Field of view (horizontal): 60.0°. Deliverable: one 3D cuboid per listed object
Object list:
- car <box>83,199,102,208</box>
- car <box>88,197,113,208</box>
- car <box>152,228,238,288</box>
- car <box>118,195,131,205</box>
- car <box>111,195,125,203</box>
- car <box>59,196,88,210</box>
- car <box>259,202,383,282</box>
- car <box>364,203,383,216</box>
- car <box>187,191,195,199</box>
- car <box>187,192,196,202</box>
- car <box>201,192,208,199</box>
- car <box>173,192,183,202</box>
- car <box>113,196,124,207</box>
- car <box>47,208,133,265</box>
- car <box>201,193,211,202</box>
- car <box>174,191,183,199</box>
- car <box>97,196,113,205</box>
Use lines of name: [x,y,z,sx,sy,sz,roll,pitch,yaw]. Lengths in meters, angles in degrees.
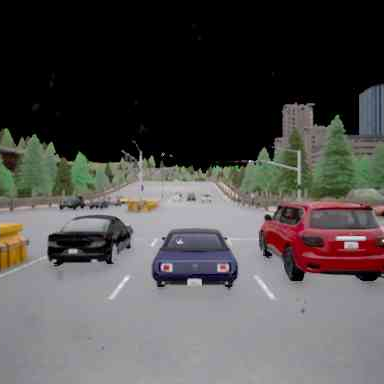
car: [-17.584,1.996,58.795,1.895,1.301,4.718,0,0,0]
car: [-14.101,1.889,50.795,2.033,1.411,5.357,0,0,0]
car: [0.074,1.665,9.363,1.895,1.301,4.718,0,0,0]
car: [-14.061,1.874,70.386,1.882,1.535,5.008,0,1,0]
car: [-17.612,1.617,79.445,2.128,1.511,4.902,0,3,0]
car: [-17.607,1.551,49.032,2.150,2.045,5.566,0,0,0]
car: [3.575,1.292,10.118,2.150,2.045,5.566,0,0,0]
car: [21.131,1.839,35.434,4.718,1.301,1.895,0,0,0]
car: [-0.176,0.773,90.943,2.128,1.511,4.902,0,6,0]
car: [-0.119,1.376,80.749,2.097,1.767,4.553,0,4,0]
car: [3.330,0.951,89.847,1.895,1.301,4.718,0,6,0]
car: [-3.618,1.545,80.696,1.812,1.442,4.674,0,4,0]
car: [-14.082,1.930,60.199,1.812,1.442,4.674,0,0,0]
car: [-3.416,1.559,12.040,1.882,1.535,5.008,0,0,0]
car: [3.389,1.327,79.385,2.150,2.045,5.566,0,3,0]
car: [-3.676,0.773,90.923,2.128,1.511,4.902,0,6,0]
car: [-17.545,1.780,67.579,2.097,1.767,4.553,0,0,0]
